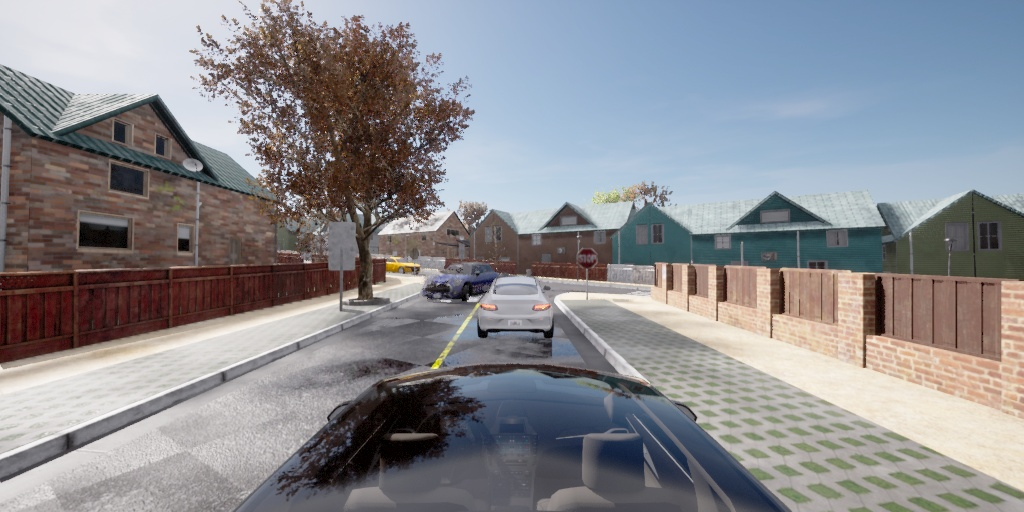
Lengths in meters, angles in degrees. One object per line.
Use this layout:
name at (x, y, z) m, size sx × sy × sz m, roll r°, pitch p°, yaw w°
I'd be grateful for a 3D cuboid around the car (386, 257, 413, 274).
car at (-10.632, 0.869, 33.229) m, size 5.008 × 1.535 × 1.882 m, roll 2°, pitch 0°, yaw 32°

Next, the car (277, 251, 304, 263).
car at (-27.286, 0.240, 43.662) m, size 5.008 × 1.535 × 1.882 m, roll 2°, pitch 0°, yaw 33°

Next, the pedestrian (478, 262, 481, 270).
pedestrian at (-3.146, 1.129, 35.454) m, size 0.375 × 1.300 × 0.375 m, roll -1°, pitch -5°, yaw 32°

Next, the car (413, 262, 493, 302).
car at (-2.334, 1.113, 17.286) m, size 2.097 × 1.767 × 4.553 m, roll 0°, pitch 0°, yaw 23°

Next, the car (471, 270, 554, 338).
car at (0.116, 1.282, 10.062) m, size 1.812 × 1.442 × 4.674 m, roll 0°, pitch 0°, yaw 1°
